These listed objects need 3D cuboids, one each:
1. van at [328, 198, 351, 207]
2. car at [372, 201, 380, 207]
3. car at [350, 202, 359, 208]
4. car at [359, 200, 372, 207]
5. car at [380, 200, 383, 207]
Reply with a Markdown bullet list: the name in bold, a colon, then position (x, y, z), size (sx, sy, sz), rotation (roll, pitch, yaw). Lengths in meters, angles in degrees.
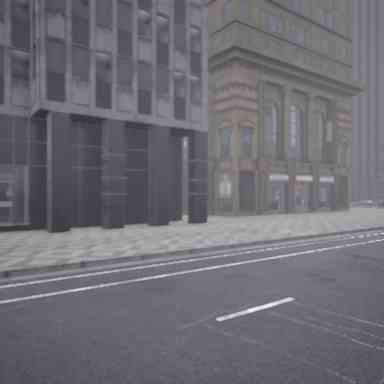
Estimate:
- **van**: position (31.030, 2.104, 69.946), size (1.690, 1.788, 3.998), rotation (-1, 0, -35)
- **car**: position (36.914, 1.942, 61.646), size (2.192, 1.841, 5.009), rotation (-1, 0, -35)
- **car**: position (27.242, 2.242, 60.529), size (2.008, 1.369, 4.403), rotation (-1, 0, -35)
- **car**: position (33.977, 2.277, 65.795), size (1.802, 1.307, 4.206), rotation (-1, 0, -35)
- **car**: position (33.001, 2.082, 52.426), size (1.752, 1.417, 4.829), rotation (-1, 0, -35)
